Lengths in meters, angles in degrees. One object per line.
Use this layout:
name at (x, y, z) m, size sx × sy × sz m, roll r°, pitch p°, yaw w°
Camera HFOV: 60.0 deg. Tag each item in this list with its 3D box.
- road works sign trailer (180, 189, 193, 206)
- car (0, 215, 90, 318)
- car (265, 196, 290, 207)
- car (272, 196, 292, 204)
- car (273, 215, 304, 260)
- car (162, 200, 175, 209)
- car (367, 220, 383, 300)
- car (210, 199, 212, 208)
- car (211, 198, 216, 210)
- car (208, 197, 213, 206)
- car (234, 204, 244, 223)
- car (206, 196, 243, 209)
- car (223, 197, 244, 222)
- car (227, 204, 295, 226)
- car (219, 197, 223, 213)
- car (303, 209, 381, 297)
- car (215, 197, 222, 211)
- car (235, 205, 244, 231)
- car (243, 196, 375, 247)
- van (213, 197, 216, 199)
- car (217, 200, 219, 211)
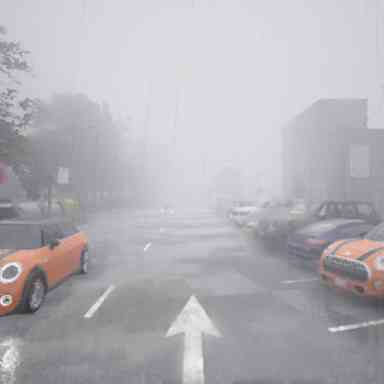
road works sign trailer at (-0.930, 1.230, 71.819) m, size 2.880 × 3.560 × 2.380 m, roll 1°, pitch -1°, yaw -41°
car at (-3.975, 1.418, 7.707) m, size 2.097 × 1.767 × 4.553 m, roll 0°, pitch 0°, yaw 0°
car at (18.468, 2.011, 72.076) m, size 2.435 × 2.045 × 5.566 m, roll 0°, pitch 0°, yaw -21°
car at (24.111, 2.216, 89.211) m, size 2.435 × 2.045 × 5.566 m, roll 0°, pitch -1°, yaw -21°
car at (5.337, 1.621, 11.033) m, size 4.674 × 1.452 × 2.002 m, roll 1°, pitch -1°, yaw -20°
car at (-3.955, 2.057, 55.861) m, size 1.882 × 1.535 × 5.008 m, roll 0°, pitch -1°, yaw 1°
car at (5.352, 1.404, 5.037) m, size 4.553 × 1.767 × 2.185 m, roll 1°, pitch 0°, yaw -20°
car at (5.465, 2.004, 47.063) m, size 4.674 × 1.452 × 2.002 m, roll 1°, pitch 0°, yaw -20°
car at (5.443, 1.895, 41.062) m, size 5.008 × 1.535 × 2.097 m, roll 1°, pitch -1°, yaw -20°
car at (5.287, 1.992, 50.006) m, size 5.366 × 1.575 × 1.946 m, roll 1°, pitch 0°, yaw -20°
car at (5.348, 1.696, 20.026) m, size 4.792 × 1.488 × 2.163 m, roll 1°, pitch 0°, yaw -20°
car at (5.483, 1.817, 56.101) m, size 5.566 × 2.045 × 2.435 m, roll 1°, pitch -1°, yaw -20°
car at (5.367, 1.445, 23.030) m, size 5.566 × 2.045 × 2.435 m, roll 1°, pitch 0°, yaw -20°
car at (5.376, 1.757, 26.027) m, size 4.792 × 1.488 × 2.163 m, roll 1°, pitch 0°, yaw -20°
car at (5.393, 1.667, 32.044) m, size 4.553 × 1.767 × 2.185 m, roll 1°, pitch -1°, yaw -20°
car at (5.362, 1.430, 8.038) m, size 4.553 × 1.767 × 2.185 m, roll 1°, pitch 0°, yaw -20°
car at (5.478, 1.735, 38.060) m, size 4.553 × 1.767 × 2.185 m, roll 1°, pitch 0°, yaw -20°
car at (5.190, 1.631, 16.969) m, size 5.366 × 1.575 × 1.946 m, roll 1°, pitch 0°, yaw -20°
car at (5.342, 1.357, 14.014) m, size 5.566 × 2.045 × 2.435 m, roll 1°, pitch 0°, yaw -20°
van at (5.568, 1.706, 44.109) m, size 4.442 × 1.987 × 1.878 m, roll 1°, pitch -1°, yaw -20°
car at (5.435, 1.867, 35.050) m, size 4.674 × 1.452 × 2.002 m, roll 1°, pitch 0°, yaw -20°
